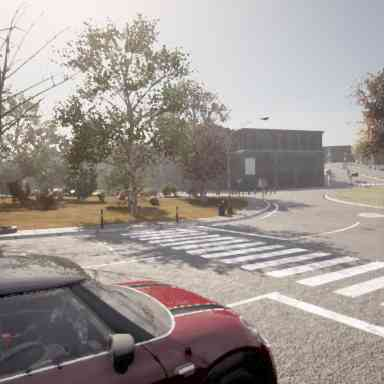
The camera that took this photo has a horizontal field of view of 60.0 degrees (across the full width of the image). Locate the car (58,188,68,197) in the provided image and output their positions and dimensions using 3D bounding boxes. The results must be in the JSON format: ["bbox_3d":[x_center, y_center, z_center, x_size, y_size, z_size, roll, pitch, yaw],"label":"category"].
[{"bbox_3d":[-23.947,0.351,67.215,2.163,1.488,4.792,-1,2,17],"label":"car"}]

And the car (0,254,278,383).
[{"bbox_3d":[-1.386,1.352,2.755,4.553,1.767,2.097,0,0,-35],"label":"car"}]

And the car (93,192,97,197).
[{"bbox_3d":[-16.879,0.287,61.662,1.946,1.575,5.366,-1,2,17],"label":"car"}]

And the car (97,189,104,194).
[{"bbox_3d":[-14.467,0.125,60.034,2.185,1.767,4.553,-2,2,16],"label":"car"}]

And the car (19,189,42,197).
[{"bbox_3d":[-37.946,0.151,78.285,2.097,1.535,5.008,0,3,19],"label":"car"}]

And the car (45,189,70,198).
[{"bbox_3d":[-28.652,0.294,70.883,2.231,1.521,4.892,-1,2,18],"label":"car"}]

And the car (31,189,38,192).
[{"bbox_3d":[-33.330,0.102,74.536,2.185,1.767,4.553,0,2,18],"label":"car"}]

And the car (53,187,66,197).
[{"bbox_3d":[-26.308,0.062,69.023,2.435,2.045,5.566,0,2,18],"label":"car"}]

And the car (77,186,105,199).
[{"bbox_3d":[-19.216,0.054,63.657,2.435,2.045,5.566,-2,2,17],"label":"car"}]
